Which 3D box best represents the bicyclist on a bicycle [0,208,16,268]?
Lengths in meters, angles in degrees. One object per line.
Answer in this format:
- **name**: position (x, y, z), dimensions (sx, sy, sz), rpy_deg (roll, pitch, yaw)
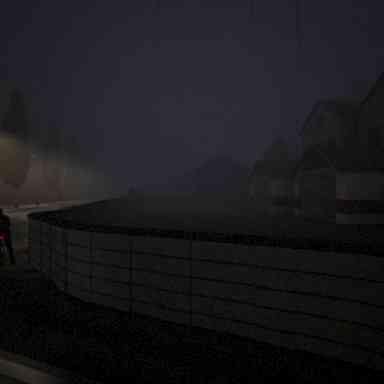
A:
- **bicyclist on a bicycle**: position (-5.537, 1.300, 9.622), dimensions (0.582, 1.620, 1.656), rpy_deg (0, 0, -36)
